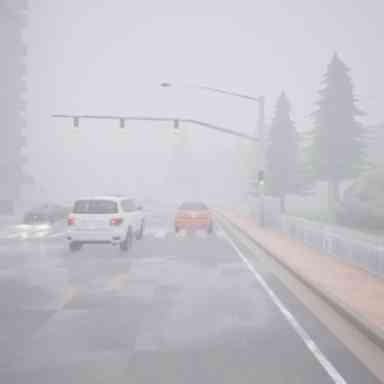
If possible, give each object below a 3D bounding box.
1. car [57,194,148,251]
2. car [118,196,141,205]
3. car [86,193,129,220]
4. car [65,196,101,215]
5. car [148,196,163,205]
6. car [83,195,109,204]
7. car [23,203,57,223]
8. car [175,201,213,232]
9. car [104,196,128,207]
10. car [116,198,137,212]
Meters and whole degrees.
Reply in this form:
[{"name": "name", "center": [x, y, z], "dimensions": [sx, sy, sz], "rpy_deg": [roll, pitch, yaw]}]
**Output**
[{"name": "car", "center": [-3.406, 1.190, 14.008], "dimensions": [2.150, 2.045, 5.566], "rpy_deg": [0, 0, 0]}, {"name": "car", "center": [-10.582, 1.458, 56.129], "dimensions": [1.994, 1.385, 4.181], "rpy_deg": [0, 0, -39]}, {"name": "car", "center": [-7.074, 1.161, 28.544], "dimensions": [2.150, 2.045, 5.566], "rpy_deg": [0, 0, 1]}, {"name": "car", "center": [-10.700, 1.278, 33.000], "dimensions": [2.097, 1.767, 4.553], "rpy_deg": [0, 0, -2]}, {"name": "car", "center": [-7.164, 1.447, 57.402], "dimensions": [2.033, 1.411, 5.357], "rpy_deg": [0, 0, -39]}, {"name": "car", "center": [-18.079, 1.345, 62.785], "dimensions": [5.008, 1.535, 1.882], "rpy_deg": [0, 0, 32]}, {"name": "car", "center": [-10.592, 1.502, 24.452], "dimensions": [1.994, 1.385, 4.181], "rpy_deg": [0, 0, 0]}, {"name": "car", "center": [0.094, 1.319, 20.129], "dimensions": [2.097, 1.767, 4.553], "rpy_deg": [0, 0, 0]}, {"name": "car", "center": [-11.769, 1.389, 51.471], "dimensions": [2.128, 1.511, 4.902], "rpy_deg": [0, 0, -32]}, {"name": "car", "center": [-7.449, 1.451, 38.290], "dimensions": [1.812, 1.442, 4.674], "rpy_deg": [0, 0, -5]}]
